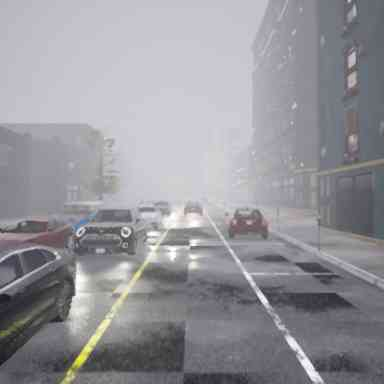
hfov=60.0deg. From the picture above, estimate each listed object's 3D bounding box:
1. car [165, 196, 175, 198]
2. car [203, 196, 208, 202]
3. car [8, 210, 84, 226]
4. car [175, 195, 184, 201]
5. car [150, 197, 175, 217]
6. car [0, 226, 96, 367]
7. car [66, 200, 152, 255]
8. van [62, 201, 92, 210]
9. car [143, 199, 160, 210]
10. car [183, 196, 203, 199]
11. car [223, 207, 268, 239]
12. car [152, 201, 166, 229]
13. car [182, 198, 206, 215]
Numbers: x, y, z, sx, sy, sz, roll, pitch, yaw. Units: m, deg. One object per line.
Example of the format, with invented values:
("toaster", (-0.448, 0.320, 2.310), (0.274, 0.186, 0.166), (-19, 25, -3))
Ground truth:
("car", (-5.584, 1.678, 74.500), (1.967, 1.590, 4.097), (1, 0, 0))
("car", (3.103, 1.797, 84.554), (1.812, 1.442, 4.674), (0, 0, 0))
("car", (-5.662, 1.582, 11.946), (1.887, 1.381, 4.507), (1, 0, 0))
("car", (-2.903, 1.346, 79.335), (1.882, 1.535, 5.008), (0, 0, 0))
("car", (-3.013, 1.581, 32.850), (1.882, 1.535, 5.008), (0, 0, 1))
("car", (-3.092, 1.506, 4.410), (2.128, 1.511, 4.902), (0, 0, 0))
("car", (-3.080, 1.394, 13.430), (2.097, 1.767, 4.553), (0, 0, 0))
("van", (-5.651, 1.396, 17.634), (1.690, 1.788, 3.998), (1, 0, 0))
("car", (-5.621, 1.727, 46.067), (1.802, 1.307, 4.206), (1, 0, 0))
("car", (0.142, 1.625, 46.829), (1.882, 1.535, 5.008), (0, 0, 0))
("car", (2.727, 1.495, 17.684), (1.967, 1.590, 4.097), (1, 0, 0))
("car", (-3.064, 1.596, 22.424), (1.812, 1.442, 4.674), (0, 0, 0))
("car", (0.138, 1.673, 34.985), (1.994, 1.385, 4.181), (0, 0, 0))
